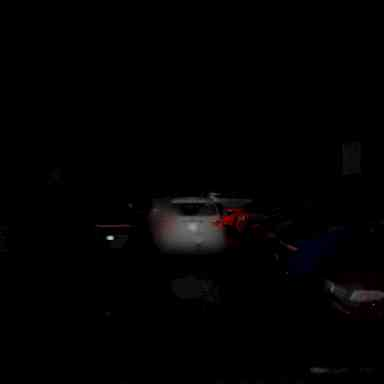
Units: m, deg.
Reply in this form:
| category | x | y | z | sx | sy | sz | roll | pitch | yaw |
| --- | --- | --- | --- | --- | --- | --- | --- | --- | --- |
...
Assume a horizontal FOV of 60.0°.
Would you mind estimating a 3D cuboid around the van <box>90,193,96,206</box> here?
| category | x | y | z | sx | sy | sz | roll | pitch | yaw |
| --- | --- | --- | --- | --- | --- | --- | --- | --- | --- |
| van | -15.904 | 1.102 | 45.360 | 4.442 | 1.987 | 1.878 | 0 | 0 | 0 |

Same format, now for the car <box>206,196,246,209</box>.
| category | x | y | z | sx | sy | sz | roll | pitch | yaw |
| --- | --- | --- | --- | --- | --- | --- | --- | --- | --- |
| car | 4.439 | 1.368 | 44.104 | 5.008 | 1.535 | 2.097 | 0 | 0 | 0 |

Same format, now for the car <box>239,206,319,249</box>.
| category | x | y | z | sx | sy | sz | roll | pitch | yaw |
| --- | --- | --- | --- | --- | --- | --- | --- | --- | --- |
| car | 4.577 | 1.492 | 14.023 | 4.674 | 1.452 | 2.002 | 0 | 0 | 0 |

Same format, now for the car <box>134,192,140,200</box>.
| category | x | y | z | sx | sy | sz | roll | pitch | yaw |
| --- | --- | --- | --- | --- | --- | --- | --- | --- | --- |
| car | -15.884 | 0.969 | 78.711 | 5.566 | 2.045 | 2.435 | 0 | 0 | 0 |

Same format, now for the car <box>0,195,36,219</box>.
| category | x | y | z | sx | sy | sz | roll | pitch | yaw |
| --- | --- | --- | --- | --- | --- | --- | --- | --- | --- |
| car | -15.687 | 1.146 | 25.903 | 5.566 | 2.045 | 2.435 | 0 | 0 | 0 |

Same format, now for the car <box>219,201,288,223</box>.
| category | x | y | z | sx | sy | sz | roll | pitch | yaw |
| --- | --- | --- | --- | --- | --- | --- | --- | --- | --- |
| car | 4.501 | 1.463 | 24.924 | 4.792 | 1.488 | 2.163 | 0 | 0 | 0 |

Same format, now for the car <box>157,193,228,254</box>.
| category | x | y | z | sx | sy | sz | roll | pitch | yaw |
| --- | --- | --- | --- | --- | --- | --- | --- | --- | --- |
| car | 0.015 | 1.197 | 13.558 | 2.150 | 2.045 | 5.566 | 0 | 0 | 0 |

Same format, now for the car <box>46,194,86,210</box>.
| category | x | y | z | sx | sy | sz | roll | pitch | yaw |
| --- | --- | --- | --- | --- | --- | --- | --- | --- | --- |
| car | -15.761 | 1.350 | 39.802 | 4.892 | 1.521 | 2.231 | 0 | 0 | 0 |

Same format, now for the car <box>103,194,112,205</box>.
| category | x | y | z | sx | sy | sz | roll | pitch | yaw |
| --- | --- | --- | --- | --- | --- | --- | --- | --- | --- |
| car | -15.623 | 1.302 | 50.921 | 5.366 | 1.575 | 1.946 | 0 | 0 | 0 |

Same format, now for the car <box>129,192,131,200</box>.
| category | x | y | z | sx | sy | sz | roll | pitch | yaw |
| --- | --- | --- | --- | --- | --- | --- | --- | --- | --- |
| car | -15.878 | 1.275 | 70.374 | 4.674 | 1.452 | 2.002 | 0 | 0 | 0 |

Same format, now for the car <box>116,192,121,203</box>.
| category | x | y | z | sx | sy | sz | roll | pitch | yaw |
| --- | --- | --- | --- | --- | --- | --- | --- | --- | --- |
| car | -15.835 | 1.270 | 59.260 | 5.008 | 1.535 | 2.097 | 0 | 0 | 0 |

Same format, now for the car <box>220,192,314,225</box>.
| category | x | y | z | sx | sy | sz | roll | pitch | yaw |
| --- | --- | --- | --- | --- | --- | --- | --- | --- | --- |
| car | 4.527 | 1.193 | 19.407 | 5.566 | 2.045 | 2.435 | 0 | 0 | 0 |

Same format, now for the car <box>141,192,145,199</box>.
| category | x | y | z | sx | sy | sz | roll | pitch | yaw |
| --- | --- | --- | --- | --- | --- | --- | --- | --- | --- |
| car | -15.915 | 0.965 | 87.045 | 5.566 | 2.045 | 2.435 | 0 | 0 | 0 |

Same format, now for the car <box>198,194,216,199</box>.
| category | x | y | z | sx | sy | sz | roll | pitch | yaw |
| --- | --- | --- | --- | --- | --- | --- | --- | --- | --- |
| car | 4.213 | 1.235 | 93.860 | 4.892 | 1.521 | 2.231 | 0 | 0 | 0 |

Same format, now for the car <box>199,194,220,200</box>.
| category | x | y | z | sx | sy | sz | roll | pitch | yaw |
| --- | --- | --- | --- | --- | --- | --- | --- | --- | --- |
| car | 4.442 | 1.231 | 85.588 | 5.366 | 1.575 | 1.946 | 0 | 0 | 0 |

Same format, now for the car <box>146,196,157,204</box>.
| category | x | y | z | sx | sy | sz | roll | pitch | yaw |
| --- | --- | --- | --- | --- | --- | --- | --- | --- | --- |
| car | -3.053 | 1.441 | 31.140 | 1.837 | 1.490 | 4.892 | 0 | 0 | 0 |

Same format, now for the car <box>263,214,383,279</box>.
| category | x | y | z | sx | sy | sz | roll | pitch | yaw |
| --- | --- | --- | --- | --- | --- | --- | --- | --- | --- |
| car | 4.600 | 1.460 | 8.377 | 5.008 | 1.535 | 2.097 | 0 | 0 | 0 |

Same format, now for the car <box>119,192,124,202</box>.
| category | x | y | z | sx | sy | sz | roll | pitch | yaw |
| --- | --- | --- | --- | --- | --- | --- | --- | --- | --- |
| car | -15.856 | 1.261 | 62.036 | 4.892 | 1.521 | 2.231 | 0 | 0 | 0 |

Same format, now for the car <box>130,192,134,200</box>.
| category | x | y | z | sx | sy | sz | roll | pitch | yaw |
| --- | --- | --- | --- | --- | --- | --- | --- | --- | --- |
| car | -15.885 | 1.230 | 73.153 | 4.892 | 1.521 | 2.231 | 0 | 0 | 0 |

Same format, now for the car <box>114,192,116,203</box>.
| category | x | y | z | sx | sy | sz | roll | pitch | yaw |
| --- | --- | --- | --- | --- | --- | --- | --- | --- | --- |
| car | -15.861 | 1.156 | 56.478 | 4.553 | 1.767 | 2.185 | 0 | 0 | 0 |

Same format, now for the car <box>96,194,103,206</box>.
| category | x | y | z | sx | sy | sz | roll | pitch | yaw |
| --- | --- | --- | --- | --- | --- | --- | --- | --- | --- |
| car | -15.801 | 1.357 | 48.141 | 4.674 | 1.452 | 2.002 | 0 | 0 | 0 |

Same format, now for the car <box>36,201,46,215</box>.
| category | x | y | z | sx | sy | sz | roll | pitch | yaw |
| --- | --- | --- | --- | --- | --- | --- | --- | --- | --- |
| car | -15.697 | 1.418 | 28.685 | 4.792 | 1.488 | 2.163 | 0 | 0 | 0 |

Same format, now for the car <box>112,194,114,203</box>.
| category | x | y | z | sx | sy | sz | roll | pitch | yaw |
| --- | --- | --- | --- | --- | --- | --- | --- | --- | --- |
| car | -15.814 | 1.293 | 53.699 | 5.008 | 1.535 | 2.097 | 0 | 0 | 0 |

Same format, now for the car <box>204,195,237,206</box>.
| category | x | y | z | sx | sy | sz | roll | pitch | yaw |
| --- | --- | --- | --- | --- | --- | --- | --- | --- | --- |
| car | 4.412 | 1.330 | 52.502 | 5.008 | 1.535 | 2.097 | 0 | 0 | 0 |

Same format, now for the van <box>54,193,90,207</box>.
| category | x | y | z | sx | sy | sz | roll | pitch | yaw |
| --- | --- | --- | --- | --- | --- | --- | --- | --- | --- |
| van | -15.895 | 1.113 | 42.581 | 4.442 | 1.987 | 1.878 | 0 | 0 | 0 |

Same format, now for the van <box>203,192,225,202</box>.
| category | x | y | z | sx | sy | sz | roll | pitch | yaw |
| --- | --- | --- | --- | --- | --- | --- | --- | --- | --- |
| van | 4.448 | 1.038 | 69.045 | 4.442 | 1.987 | 1.878 | 0 | 0 | 0 |

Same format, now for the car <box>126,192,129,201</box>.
| category | x | y | z | sx | sy | sz | roll | pitch | yaw |
| --- | --- | --- | --- | --- | --- | --- | --- | --- | --- |
| car | -15.839 | 1.117 | 67.594 | 4.553 | 1.767 | 2.185 | 0 | 0 | 0 |

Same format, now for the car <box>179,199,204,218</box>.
| category | x | y | z | sx | sy | sz | roll | pitch | yaw |
| --- | --- | --- | --- | --- | --- | --- | --- | --- | --- |
| car | -0.051 | 1.430 | 30.530 | 2.128 | 1.511 | 4.902 | 0 | 0 | 0 |

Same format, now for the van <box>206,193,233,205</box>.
| category | x | y | z | sx | sy | sz | roll | pitch | yaw |
| --- | --- | --- | --- | --- | --- | --- | --- | --- | --- |
| van | 4.510 | 1.091 | 55.260 | 4.442 | 1.987 | 1.878 | 0 | 0 | 0 |

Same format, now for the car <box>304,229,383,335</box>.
| category | x | y | z | sx | sy | sz | roll | pitch | yaw |
| --- | --- | --- | --- | --- | --- | --- | --- | --- | --- |
| car | 4.620 | 1.505 | 5.620 | 4.674 | 1.452 | 2.002 | 0 | 0 | 0 |

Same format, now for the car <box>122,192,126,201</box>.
| category | x | y | z | sx | sy | sz | roll | pitch | yaw |
| --- | --- | --- | --- | --- | --- | --- | --- | --- | --- |
| car | -15.829 | 1.124 | 64.814 | 4.553 | 1.767 | 2.185 | 0 | 0 | 0 |

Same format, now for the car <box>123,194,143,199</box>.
| category | x | y | z | sx | sy | sz | roll | pitch | yaw |
| --- | --- | --- | --- | --- | --- | --- | --- | --- | --- |
| car | -15.947 | 1.219 | 89.826 | 4.892 | 1.521 | 2.231 | 0 | 0 | 0 |

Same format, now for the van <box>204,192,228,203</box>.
| category | x | y | z | sx | sy | sz | roll | pitch | yaw |
| --- | --- | --- | --- | --- | --- | --- | --- | --- | --- |
| van | 4.473 | 1.056 | 63.533 | 4.442 | 1.987 | 1.878 | 0 | 0 | 0 |

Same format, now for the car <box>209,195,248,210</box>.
| category | x | y | z | sx | sy | sz | roll | pitch | yaw |
| --- | --- | --- | --- | --- | --- | --- | --- | --- | --- |
| car | 4.487 | 1.255 | 41.347 | 4.553 | 1.767 | 2.185 | 0 | 0 | 0 |

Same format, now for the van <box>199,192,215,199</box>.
| category | x | y | z | sx | sy | sz | roll | pitch | yaw |
| --- | --- | --- | --- | --- | --- | --- | --- | --- | --- |
| van | 4.115 | 1.007 | 90.978 | 4.442 | 1.987 | 1.878 | 0 | 0 | 0 |

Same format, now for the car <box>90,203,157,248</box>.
| category | x | y | z | sx | sy | sz | roll | pitch | yaw |
| --- | --- | --- | --- | --- | --- | --- | --- | --- | --- |
| car | -2.983 | 1.462 | 14.571 | 2.128 | 1.511 | 4.902 | 0 | 0 | 0 |

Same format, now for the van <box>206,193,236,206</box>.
| category | x | y | z | sx | sy | sz | roll | pitch | yaw |
| --- | --- | --- | --- | --- | --- | --- | --- | --- | --- |
| van | 4.302 | 1.117 | 49.743 | 4.442 | 1.987 | 1.878 | 0 | 0 | 0 |

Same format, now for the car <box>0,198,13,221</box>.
| category | x | y | z | sx | sy | sz | roll | pitch | yaw |
| --- | --- | --- | --- | --- | --- | --- | --- | --- | --- |
| car | -15.699 | 1.407 | 23.125 | 4.892 | 1.521 | 2.231 | 0 | 0 | 0 |

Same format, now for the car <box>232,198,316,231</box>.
| category | x | y | z | sx | sy | sz | roll | pitch | yaw |
| --- | --- | --- | --- | --- | --- | --- | --- | --- | --- |
| car | 4.536 | 1.323 | 16.650 | 4.553 | 1.767 | 2.185 | 0 | 0 | 0 |
